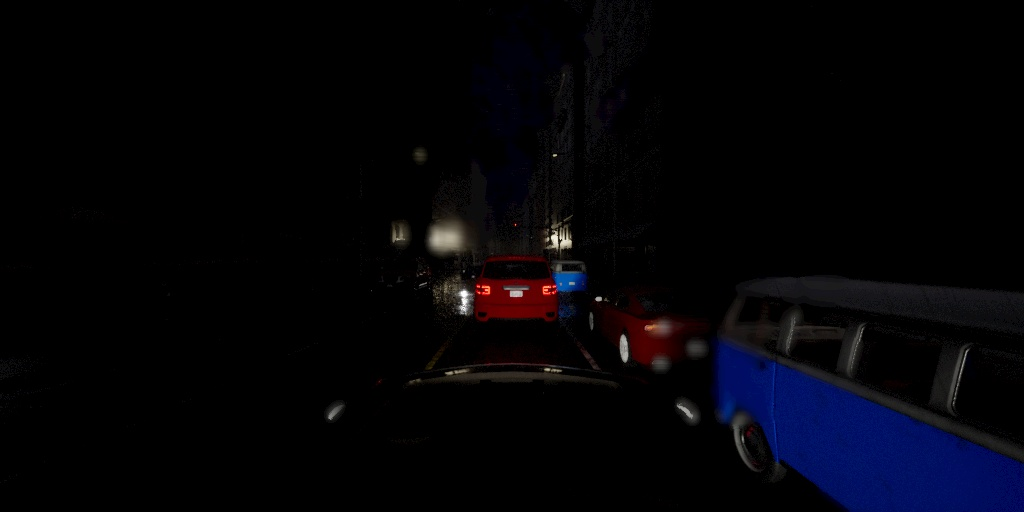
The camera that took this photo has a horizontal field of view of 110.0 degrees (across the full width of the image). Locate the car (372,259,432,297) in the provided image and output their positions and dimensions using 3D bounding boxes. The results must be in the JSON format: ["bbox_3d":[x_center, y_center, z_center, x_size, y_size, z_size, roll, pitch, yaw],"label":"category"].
[{"bbox_3d":[-5.635,1.060,19.066,2.192,1.841,5.009,0,0,0],"label":"car"}]

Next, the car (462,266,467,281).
[{"bbox_3d":[-2.946,1.252,29.528,1.895,1.301,4.718,0,0,0],"label":"car"}]

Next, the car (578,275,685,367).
[{"bbox_3d":[2.867,1.294,7.768,1.888,1.381,4.507,0,0,0],"label":"car"}]

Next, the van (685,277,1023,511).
[{"bbox_3d":[2.856,1.091,2.107,1.690,1.789,3.998,0,0,0],"label":"van"}]

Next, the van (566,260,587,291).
[{"bbox_3d":[2.890,1.086,19.089,1.690,1.789,3.998,0,0,0],"label":"van"}]

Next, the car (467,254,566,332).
[{"bbox_3d":[0.119,0.970,10.991,2.150,2.045,5.566,0,0,0],"label":"car"}]
